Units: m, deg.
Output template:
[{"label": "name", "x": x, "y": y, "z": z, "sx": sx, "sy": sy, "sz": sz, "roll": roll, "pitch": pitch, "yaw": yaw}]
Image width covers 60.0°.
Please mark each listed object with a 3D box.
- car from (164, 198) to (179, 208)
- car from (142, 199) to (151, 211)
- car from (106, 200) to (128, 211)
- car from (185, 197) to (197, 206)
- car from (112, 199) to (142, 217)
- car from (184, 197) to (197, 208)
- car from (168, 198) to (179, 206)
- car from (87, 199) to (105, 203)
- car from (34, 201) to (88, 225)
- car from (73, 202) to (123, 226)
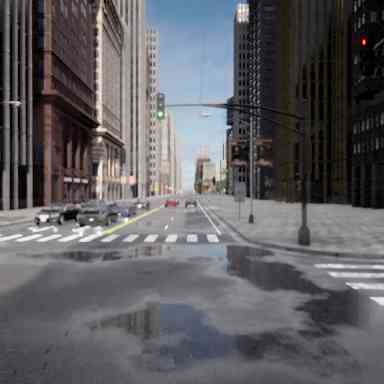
[{"label": "car", "x": -3.422, "y": 1.758, "z": 53.998, "sx": 1.812, "sy": 1.442, "sz": 4.674, "roll": 0, "pitch": 0, "yaw": 0}, {"label": "car", "x": -6.729, "y": 1.687, "z": 44.919, "sx": 2.128, "sy": 1.511, "sz": 4.902, "roll": 0, "pitch": 0, "yaw": 0}, {"label": "car", "x": -9.985, "y": 1.795, "z": 44.810, "sx": 1.895, "sy": 1.301, "sz": 4.718, "roll": 0, "pitch": 0, "yaw": 1}, {"label": "car", "x": -0.202, "y": 1.760, "z": 64.044, "sx": 2.128, "sy": 1.511, "sz": 4.902, "roll": 0, "pitch": 0, "yaw": 0}, {"label": "car", "x": -6.697, "y": 1.698, "z": 33.302, "sx": 2.033, "sy": 1.411, "sz": 5.357, "roll": 0, "pitch": 0, "yaw": 0}, {"label": "car", "x": -0.170, "y": 1.737, "z": 53.626, "sx": 1.837, "sy": 1.490, "sz": 4.892, "roll": 0, "pitch": 0, "yaw": 0}, {"label": "car", "x": -3.452, "y": 1.868, "z": 64.063, "sx": 1.895, "sy": 1.301, "sz": 4.718, "roll": 0, "pitch": 0, "yaw": 0}, {"label": "car", "x": -9.951, "y": 1.503, "z": 33.689, "sx": 2.097, "sy": 1.767, "sz": 4.553, "roll": 0, "pitch": 0, "yaw": 0}, {"label": "car", "x": -9.870, "y": 1.606, "z": 24.814, "sx": 2.128, "sy": 1.511, "sz": 4.902, "roll": 0, "pitch": 0, "yaw": 3}, {"label": "car", "x": -6.661, "y": 1.676, "z": 24.061, "sx": 1.994, "sy": 1.385, "sz": 4.181, "roll": 0, "pitch": 0, "yaw": 0}]
